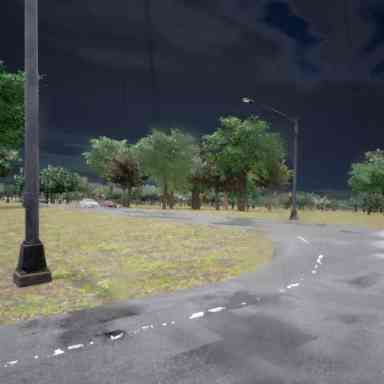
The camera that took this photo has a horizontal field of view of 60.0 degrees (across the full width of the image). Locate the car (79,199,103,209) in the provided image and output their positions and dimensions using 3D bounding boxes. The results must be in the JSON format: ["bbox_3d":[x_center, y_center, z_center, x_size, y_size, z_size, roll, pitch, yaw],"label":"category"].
[{"bbox_3d":[-14.831,1.695,47.557,1.812,1.442,4.674,4,-3,-35],"label":"car"}]

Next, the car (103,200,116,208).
[{"bbox_3d":[-15.323,2.218,60.439,1.994,1.385,4.181,4,-3,-35],"label":"car"}]
